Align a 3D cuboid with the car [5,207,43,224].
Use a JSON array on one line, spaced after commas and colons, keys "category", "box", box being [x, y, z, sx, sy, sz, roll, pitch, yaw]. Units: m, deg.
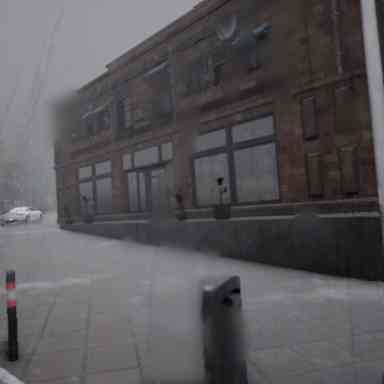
[{"category": "car", "box": [-15.860, 2.147, 31.499, 1.812, 1.442, 4.674, -4, 0, -1]}]
